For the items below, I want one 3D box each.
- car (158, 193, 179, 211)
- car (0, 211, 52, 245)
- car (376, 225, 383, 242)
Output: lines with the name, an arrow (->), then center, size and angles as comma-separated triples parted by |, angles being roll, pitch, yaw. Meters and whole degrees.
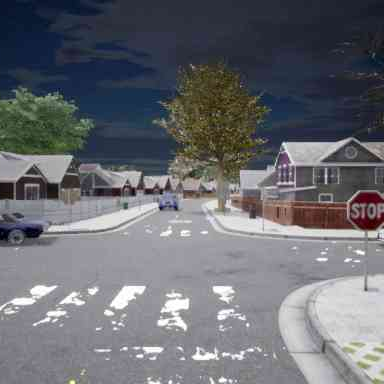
car -> -2.746, 1.182, 40.131 | 2.150, 2.045, 5.566 | 0, 0, 0
car -> -8.534, 1.472, 13.919 | 4.718, 1.301, 1.895 | 0, 1, -12
car -> 10.354, 1.610, 13.803 | 4.902, 1.511, 2.128 | 1, 1, 0
